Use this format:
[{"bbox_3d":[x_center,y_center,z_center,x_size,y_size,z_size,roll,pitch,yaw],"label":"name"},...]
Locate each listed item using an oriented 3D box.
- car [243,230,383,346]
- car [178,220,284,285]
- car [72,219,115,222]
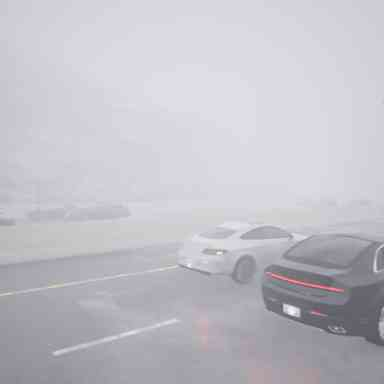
[{"bbox_3d":[3.408,1.513,6.417,4.892,1.490,1.837,0,0,-37],"label":"car"},{"bbox_3d":[1.769,1.541,9.568,4.674,1.442,1.812,0,0,-38],"label":"car"},{"bbox_3d":[-7.019,1.545,25.154,4.902,1.511,2.128,0,0,-39],"label":"car"}]
